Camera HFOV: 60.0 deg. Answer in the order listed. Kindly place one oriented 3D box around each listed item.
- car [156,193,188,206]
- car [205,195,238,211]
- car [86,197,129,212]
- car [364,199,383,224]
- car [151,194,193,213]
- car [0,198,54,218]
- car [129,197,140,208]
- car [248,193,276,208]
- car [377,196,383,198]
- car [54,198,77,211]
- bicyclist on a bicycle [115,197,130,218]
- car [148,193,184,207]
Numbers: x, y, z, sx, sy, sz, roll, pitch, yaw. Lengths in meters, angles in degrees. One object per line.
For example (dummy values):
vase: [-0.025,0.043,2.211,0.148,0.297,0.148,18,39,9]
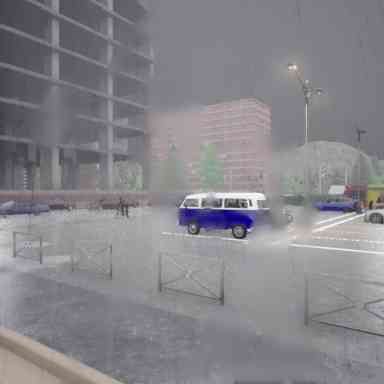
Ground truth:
car: [-3.228,1.166,54.147,2.150,2.045,5.566,0,0,35]
car: [4.146,1.508,46.119,1.994,1.385,4.181,0,0,35]
car: [-9.990,1.449,38.555,1.837,1.490,4.892,0,0,35]
car: [13.297,1.395,21.444,3.806,1.475,1.970,0,0,36]
car: [-2.482,1.436,42.790,2.128,1.511,4.902,0,0,35]
car: [-15.811,1.492,30.296,2.033,1.411,5.357,0,0,35]
car: [-9.352,1.436,45.524,2.128,1.511,4.902,0,0,35]
car: [12.424,1.167,57.872,2.150,2.045,5.566,0,0,35]
car: [16.501,1.153,26.010,4.605,1.855,1.932,0,0,36]
car: [-15.272,1.436,37.136,2.128,1.511,4.902,0,0,35]
bicyclist on a bicycle: [-5.455,1.248,25.923,1.656,1.620,0.582,0,0,35]
car: [-3.818,1.166,47.284,2.150,2.045,5.566,0,0,35]
